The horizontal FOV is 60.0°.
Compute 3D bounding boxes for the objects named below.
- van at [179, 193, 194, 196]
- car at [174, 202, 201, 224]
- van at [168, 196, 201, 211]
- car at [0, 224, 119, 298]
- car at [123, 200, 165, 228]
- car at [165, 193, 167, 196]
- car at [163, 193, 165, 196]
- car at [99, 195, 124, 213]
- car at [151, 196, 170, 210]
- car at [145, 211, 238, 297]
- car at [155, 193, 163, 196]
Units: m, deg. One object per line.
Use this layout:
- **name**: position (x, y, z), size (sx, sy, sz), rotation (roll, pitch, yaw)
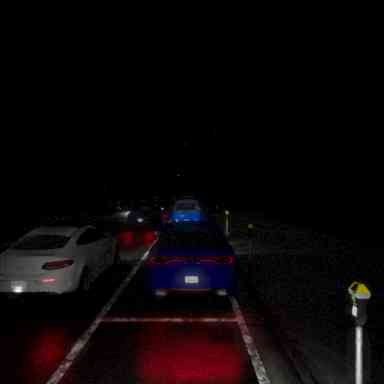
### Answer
- **van**: position (-0.290, 1.317, 36.980), size (1.690, 1.788, 3.998), rotation (0, 0, 0)
- **car**: position (-0.290, 1.533, 25.659), size (1.887, 1.381, 4.507), rotation (0, 0, 0)
- **van**: position (-0.290, 1.333, 19.998), size (1.690, 1.788, 3.998), rotation (0, 0, 0)
- **car**: position (-3.142, 1.524, 8.377), size (1.812, 1.442, 4.674), rotation (0, 0, 0)
- **car**: position (-3.080, 1.517, 22.127), size (1.812, 1.442, 4.674), rotation (0, 0, 0)
- **car**: position (-8.815, 1.439, 91.530), size (1.887, 1.381, 4.507), rotation (0, 0, 0)
- **car**: position (-8.815, 1.451, 86.079), size (2.008, 1.369, 4.403), rotation (0, 0, 0)
- **car**: position (-8.815, 1.291, 36.940), size (2.192, 1.841, 5.009), rotation (0, 0, 0)
- **car**: position (-3.077, 1.480, 37.437), size (1.837, 1.490, 4.892), rotation (0, 0, 0)
- **car**: position (-0.005, 1.475, 8.650), size (1.882, 1.535, 5.008), rotation (0, 0, 0)
- **car**: position (-8.815, 1.433, 80.459), size (1.752, 1.417, 4.829), rotation (0, 0, 0)
